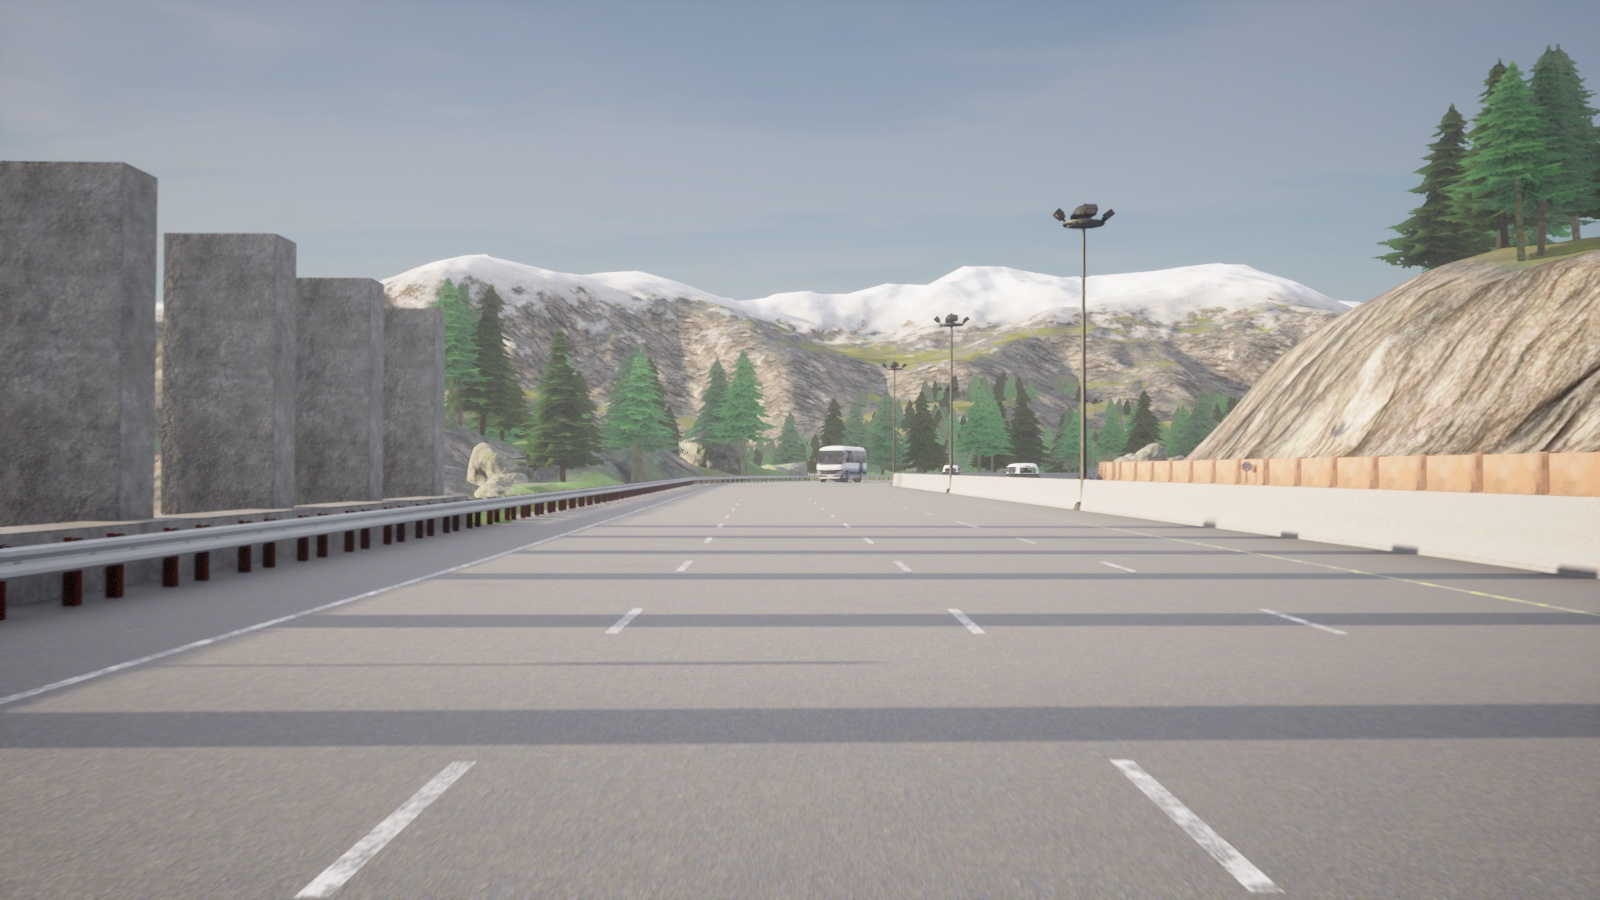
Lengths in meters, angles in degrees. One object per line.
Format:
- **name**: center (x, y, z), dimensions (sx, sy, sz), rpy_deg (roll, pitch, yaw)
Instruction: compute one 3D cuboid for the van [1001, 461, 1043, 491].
- **van**: center (15.655, 1.817, 88.686), dimensions (2.069, 2.038, 4.480), rpy_deg (0, -1, -2)
